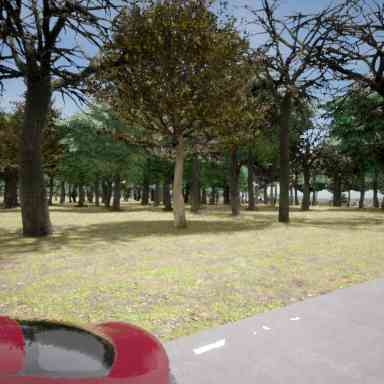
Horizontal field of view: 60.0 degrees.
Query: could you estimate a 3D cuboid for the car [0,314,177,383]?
[{"bbox_3d":[-2.154,1.525,1.534,4.674,1.442,1.812,0,0,-35],"label":"car"}]
